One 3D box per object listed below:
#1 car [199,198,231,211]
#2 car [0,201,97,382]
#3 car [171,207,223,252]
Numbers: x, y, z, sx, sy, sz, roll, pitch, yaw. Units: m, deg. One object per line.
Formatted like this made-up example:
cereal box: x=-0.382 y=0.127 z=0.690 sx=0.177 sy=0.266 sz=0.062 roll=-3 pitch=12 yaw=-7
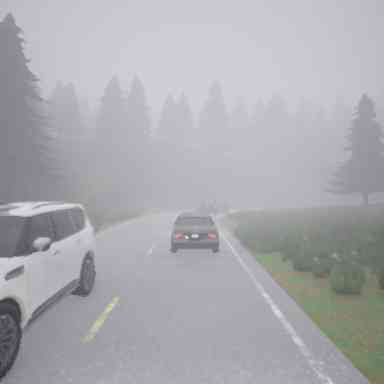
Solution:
car: x=2.370 y=1.381 z=33.635 sx=2.097 sy=1.767 sz=4.553 roll=0 pitch=0 yaw=25
car: x=-3.297 y=1.227 z=5.689 sx=2.150 sy=2.045 sz=5.566 roll=0 pitch=0 yaw=0
car: x=0.106 y=1.559 z=13.914 sx=2.033 sy=1.411 sz=5.357 roll=0 pitch=0 yaw=0
